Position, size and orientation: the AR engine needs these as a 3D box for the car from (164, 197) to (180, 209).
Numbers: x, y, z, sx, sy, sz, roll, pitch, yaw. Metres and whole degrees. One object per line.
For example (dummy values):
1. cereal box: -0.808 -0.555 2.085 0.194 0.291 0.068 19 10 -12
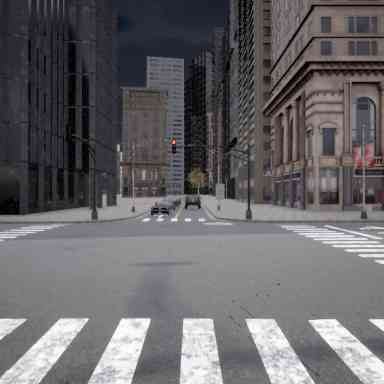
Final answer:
1. car: -3.058 1.556 43.179 2.128 1.511 4.902 0 0 0

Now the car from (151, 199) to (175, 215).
1. car: -3.052 1.644 33.782 1.895 1.301 4.718 0 0 0

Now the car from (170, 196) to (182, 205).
1. car: -2.995 1.597 62.738 1.882 1.535 5.008 0 0 0

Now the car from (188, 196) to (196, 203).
1. car: -0.003 1.665 75.305 1.837 1.490 4.892 0 0 0

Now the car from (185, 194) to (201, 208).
1. car: 0.120 1.301 49.043 2.150 2.045 5.566 0 0 0
